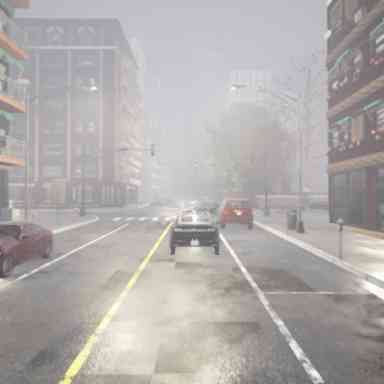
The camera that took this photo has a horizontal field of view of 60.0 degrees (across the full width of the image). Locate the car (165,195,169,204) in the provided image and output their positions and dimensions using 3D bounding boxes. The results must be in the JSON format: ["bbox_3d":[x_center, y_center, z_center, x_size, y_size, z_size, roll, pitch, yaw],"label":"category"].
[{"bbox_3d":[-5.685,1.654,59.636,1.802,1.307,4.206,1,0,0],"label":"car"}]

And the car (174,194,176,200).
[{"bbox_3d":[-5.687,1.658,81.791,2.008,1.369,4.403,1,0,0],"label":"car"}]

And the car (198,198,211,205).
[{"bbox_3d":[2.023,1.548,31.150,1.895,1.301,4.718,0,0,28],"label":"car"}]

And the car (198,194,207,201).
[{"bbox_3d":[2.696,1.433,87.323,2.192,1.841,5.009,1,0,0],"label":"car"}]

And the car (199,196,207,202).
[{"bbox_3d":[2.692,1.674,81.784,1.947,1.339,4.313,1,0,0],"label":"car"}]

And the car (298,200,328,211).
[{"bbox_3d":[15.208,1.635,40.635,4.313,1.339,1.947,0,-1,1],"label":"car"}]

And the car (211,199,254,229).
[{"bbox_3d":[2.705,1.337,21.601,2.192,1.841,5.009,1,0,0],"label":"car"}]

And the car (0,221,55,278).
[{"bbox_3d":[-5.645,1.591,10.171,1.802,1.307,4.206,1,0,0],"label":"car"}]

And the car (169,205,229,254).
[{"bbox_3d":[0.097,1.506,13.588,2.128,1.511,4.902,0,0,0],"label":"car"}]

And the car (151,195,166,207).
[{"bbox_3d":[-5.684,1.646,54.099,1.802,1.307,4.206,1,0,0],"label":"car"}]

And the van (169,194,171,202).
[{"bbox_3d":[-5.681,1.421,65.175,1.690,1.788,3.998,1,0,0],"label":"van"}]

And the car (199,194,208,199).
[{"bbox_3d":[2.696,1.599,59.802,1.752,1.417,4.829,1,0,0],"label":"car"}]

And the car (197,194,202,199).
[{"bbox_3d":[2.693,1.650,76.245,2.008,1.369,4.403,1,0,0],"label":"car"}]

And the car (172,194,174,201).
[{"bbox_3d":[-5.687,1.680,76.252,1.802,1.307,4.206,1,0,0],"label":"car"}]

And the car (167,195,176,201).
[{"bbox_3d":[-5.689,1.679,92.868,2.008,1.369,4.403,1,0,0],"label":"car"}]
